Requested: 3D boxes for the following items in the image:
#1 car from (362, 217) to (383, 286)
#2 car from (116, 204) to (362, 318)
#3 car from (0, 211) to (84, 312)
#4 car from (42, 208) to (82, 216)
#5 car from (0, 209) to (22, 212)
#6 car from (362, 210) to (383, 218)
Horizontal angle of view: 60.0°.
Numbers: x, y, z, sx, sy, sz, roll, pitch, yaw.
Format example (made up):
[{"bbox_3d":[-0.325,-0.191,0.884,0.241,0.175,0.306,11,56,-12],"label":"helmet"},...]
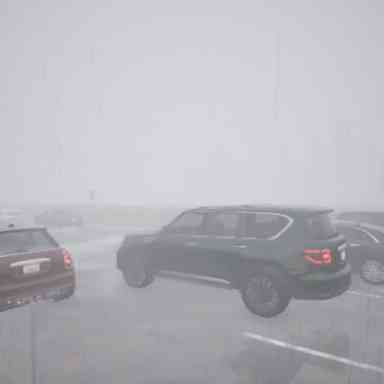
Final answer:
[{"bbox_3d":[3.927,1.600,9.790,4.892,1.490,1.837,-1,-1,36],"label":"car"},{"bbox_3d":[0.667,1.307,7.831,5.566,2.045,2.150,-1,-1,36],"label":"car"},{"bbox_3d":[-4.671,1.452,7.379,4.553,1.767,2.097,-1,-1,36],"label":"car"},{"bbox_3d":[-9.711,1.865,24.000,4.181,1.385,1.994,-1,-1,36],"label":"car"},{"bbox_3d":[-11.983,1.805,21.309,4.674,1.442,1.812,-1,-1,36],"label":"car"},{"bbox_3d":[6.086,1.469,12.547,4.553,1.767,2.097,-1,-1,36],"label":"car"}]
